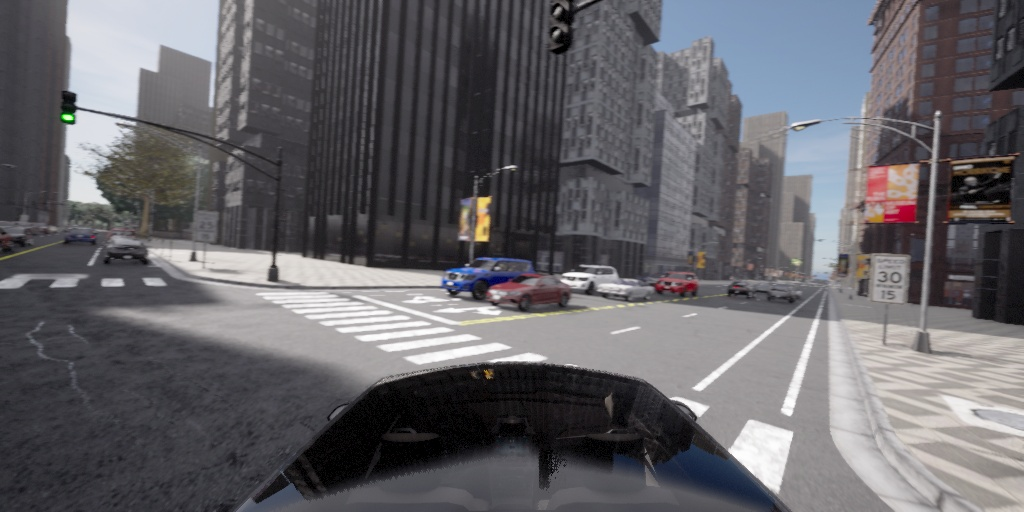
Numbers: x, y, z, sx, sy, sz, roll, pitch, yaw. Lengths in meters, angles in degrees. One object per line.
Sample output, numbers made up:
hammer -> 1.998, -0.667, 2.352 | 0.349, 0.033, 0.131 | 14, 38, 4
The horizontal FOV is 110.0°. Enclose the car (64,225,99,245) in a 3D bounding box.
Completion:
car -> -44.371, -2.106, 36.997 | 4.553, 1.767, 2.097 | 4, 1, 42

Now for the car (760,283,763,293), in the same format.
car -> 33.485, 4.354, 47.764 | 1.994, 1.385, 4.181 | 4, -1, 41

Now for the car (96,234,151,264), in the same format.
car -> -21.940, -0.303, 20.393 | 4.403, 1.370, 2.007 | 0, 0, 42

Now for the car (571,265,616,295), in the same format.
car -> 5.817, 1.680, 26.471 | 2.150, 2.045, 5.566 | 4, -1, 42

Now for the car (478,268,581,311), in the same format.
car -> 0.939, 1.523, 16.060 | 1.812, 1.442, 4.674 | 4, -1, 42

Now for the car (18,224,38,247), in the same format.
car -> -38.929, -1.529, 27.835 | 4.892, 1.490, 1.837 | 4, 1, 42

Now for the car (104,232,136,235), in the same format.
car -> -26.163, -0.625, 24.184 | 4.829, 1.417, 1.751 | 0, 0, 42

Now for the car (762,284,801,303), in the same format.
car -> 25.394, 3.535, 33.758 | 2.128, 1.511, 4.902 | 4, -1, 42

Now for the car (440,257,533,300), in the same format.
car -> -1.020, 1.087, 18.712 | 2.150, 2.045, 5.566 | 4, -1, 42

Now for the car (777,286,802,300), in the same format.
car -> 32.440, 4.261, 41.823 | 1.895, 1.301, 4.718 | 4, -1, 42

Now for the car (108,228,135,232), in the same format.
car -> -34.228, -1.431, 31.426 | 5.009, 1.841, 2.192 | 0, 0, 42

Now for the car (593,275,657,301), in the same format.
car -> 7.526, 2.169, 23.535 | 1.895, 1.301, 4.718 | 4, -1, 42

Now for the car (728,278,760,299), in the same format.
car -> 23.034, 3.378, 35.908 | 1.837, 1.490, 4.892 | 4, -2, 42

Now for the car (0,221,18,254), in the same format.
car -> -31.307, -1.128, 20.992 | 4.553, 1.767, 2.097 | 4, 1, 42

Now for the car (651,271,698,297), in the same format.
car -> 14.627, 2.408, 31.539 | 2.150, 2.045, 5.566 | 4, -1, 42
